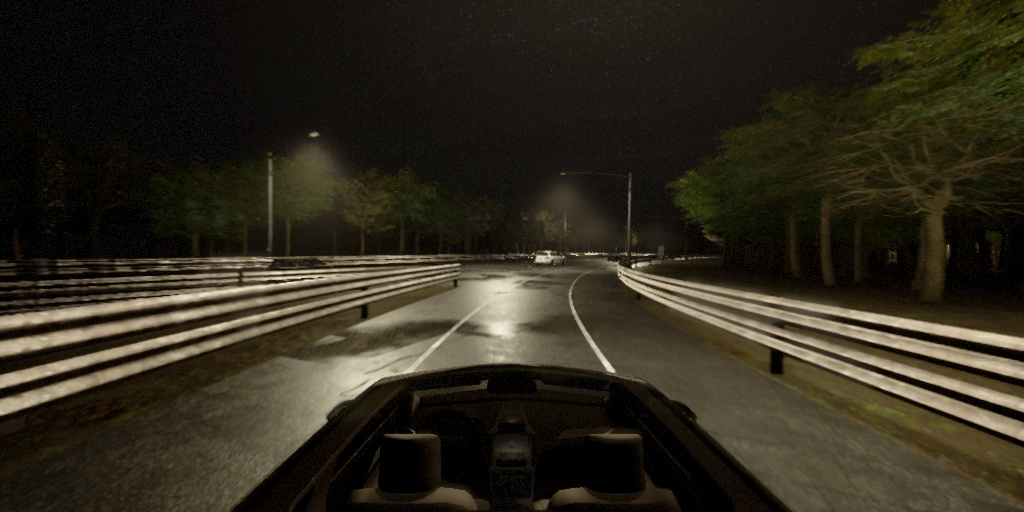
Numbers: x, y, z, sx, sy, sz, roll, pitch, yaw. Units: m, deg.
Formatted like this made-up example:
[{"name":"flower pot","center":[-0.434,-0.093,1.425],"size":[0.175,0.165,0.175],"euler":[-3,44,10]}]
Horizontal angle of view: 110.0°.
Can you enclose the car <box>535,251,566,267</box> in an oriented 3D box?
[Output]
[{"name":"car","center":[5.103,0.362,47.359],"size":[2.150,2.045,5.566],"euler":[2,2,33]}]

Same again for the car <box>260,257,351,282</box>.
[{"name":"car","center":[-11.972,0.893,21.183],"size":[2.097,1.767,4.553],"euler":[2,1,33]}]
